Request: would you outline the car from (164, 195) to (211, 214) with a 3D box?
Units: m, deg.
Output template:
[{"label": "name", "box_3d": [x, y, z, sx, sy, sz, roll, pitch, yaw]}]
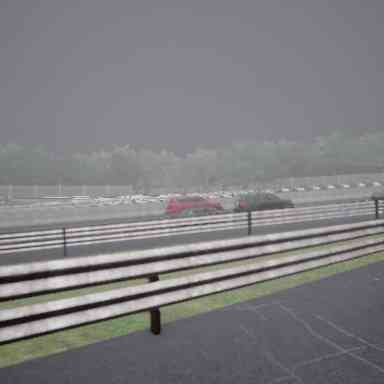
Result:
[{"label": "car", "box_3d": [0.126, 1.330, 31.065, 5.566, 2.045, 2.150, -4, 2, -21]}]

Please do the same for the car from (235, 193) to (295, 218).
[{"label": "car", "box_3d": [6.407, 1.054, 29.704, 5.566, 2.045, 2.150, -4, 2, -21]}]

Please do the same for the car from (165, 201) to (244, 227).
[{"label": "car", "box_3d": [0.911, 1.774, 23.878, 4.892, 1.490, 1.837, -4, 2, -21]}]

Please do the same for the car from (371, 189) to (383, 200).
[{"label": "car", "box_3d": [23.612, 0.258, 39.977, 4.181, 1.385, 1.994, -3, 2, -21]}]
